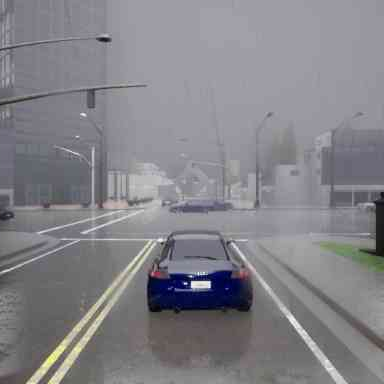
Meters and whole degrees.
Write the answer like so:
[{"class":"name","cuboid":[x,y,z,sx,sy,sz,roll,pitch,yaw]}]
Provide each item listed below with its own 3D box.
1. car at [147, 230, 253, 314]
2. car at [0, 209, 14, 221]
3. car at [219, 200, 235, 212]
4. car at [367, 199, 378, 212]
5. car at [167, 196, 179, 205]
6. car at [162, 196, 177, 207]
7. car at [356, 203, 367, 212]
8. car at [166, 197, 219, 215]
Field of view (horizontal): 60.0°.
[{"class":"car","cuboid":[0.093,1.564,7.727,1.994,1.385,4.181,0,0,-2]},{"class":"car","cuboid":[-16.378,1.672,26.147,4.181,1.385,1.994,-1,0,0]},{"class":"car","cuboid":[2.328,1.554,39.330,5.357,1.411,2.033,0,0,32]},{"class":"car","cuboid":[20.529,1.514,33.608,4.181,1.385,1.994,0,0,0]},{"class":"car","cuboid":[-3.500,1.505,61.605,1.837,1.490,4.892,0,0,1]},{"class":"car","cuboid":[-3.553,1.491,51.205,2.128,1.511,4.902,0,0,0]},{"class":"car","cuboid":[20.768,1.478,37.123,4.674,1.442,1.812,0,0,-2]},{"class":"car","cuboid":[0.053,1.539,33.462,4.674,1.442,1.812,0,0,0]}]
